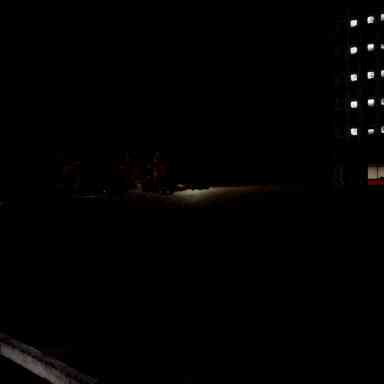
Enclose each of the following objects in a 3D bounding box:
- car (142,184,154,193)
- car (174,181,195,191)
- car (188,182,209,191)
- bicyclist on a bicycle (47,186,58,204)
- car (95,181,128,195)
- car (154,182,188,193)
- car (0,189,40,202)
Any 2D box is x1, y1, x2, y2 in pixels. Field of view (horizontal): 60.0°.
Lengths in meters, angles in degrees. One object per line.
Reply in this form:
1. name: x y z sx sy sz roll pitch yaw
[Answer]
1. car: -6.059 -0.584 55.445 2.033 1.411 5.357 0 2 30
2. car: -1.379 -1.200 63.769 2.097 1.767 4.553 0 2 29
3. car: 1.498 -0.965 62.255 1.895 1.301 4.718 0 2 29
4. bicyclist on a bicycle: -12.699 0.252 30.290 1.656 1.620 0.582 -1 2 33
5. car: -12.389 -0.598 51.373 2.150 2.045 5.566 0 2 31
6. car: -3.281 -0.592 53.757 2.033 1.411 5.357 0 2 30
7. car: -20.154 0.371 38.854 1.812 1.442 4.674 0 3 32
